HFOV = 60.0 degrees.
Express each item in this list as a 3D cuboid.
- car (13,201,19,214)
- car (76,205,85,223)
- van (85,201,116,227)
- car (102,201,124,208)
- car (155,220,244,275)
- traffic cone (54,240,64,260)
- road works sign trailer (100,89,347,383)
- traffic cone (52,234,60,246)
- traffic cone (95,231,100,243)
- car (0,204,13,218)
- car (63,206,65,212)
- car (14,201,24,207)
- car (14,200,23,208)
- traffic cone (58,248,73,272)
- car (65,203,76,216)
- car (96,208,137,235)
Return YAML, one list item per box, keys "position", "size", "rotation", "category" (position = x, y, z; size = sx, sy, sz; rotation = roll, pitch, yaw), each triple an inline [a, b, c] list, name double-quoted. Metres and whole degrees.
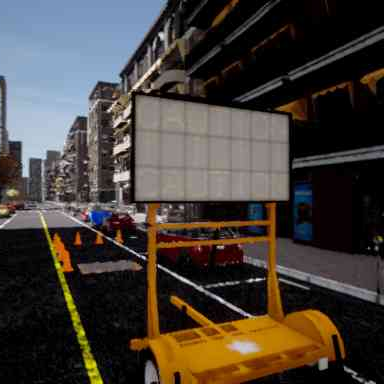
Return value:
- position: [-26.497, 2.361, 47.869]
  size: [1.887, 1.381, 4.507]
  rotation: [1, -1, -25]
  category: "car"
- position: [-9.466, 1.988, 31.442]
  size: [1.967, 1.590, 4.097]
  rotation: [1, -1, -25]
  category: "car"
- position: [-7.103, 1.803, 26.442]
  size: [1.690, 1.788, 3.998]
  rotation: [1, -1, -25]
  category: "van"
- position: [-17.501, 2.655, 73.580]
  size: [4.403, 1.369, 2.008]
  rotation: [0, 0, -26]
  category: "car"
- position: [-0.013, 1.647, 11.435]
  size: [1.967, 1.590, 4.097]
  rotation: [1, -1, -25]
  category: "car"
- position: [-4.739, 2.165, 12.146]
  size: [0.340, 0.580, 0.340]
  rotation: [1, -1, -25]
  category: "traffic cone"
- position: [0.262, 0.550, 4.580]
  size: [2.380, 3.560, 2.880]
  rotation: [1, -1, -25]
  category: "road works sign trailer"
- position: [-5.593, 2.195, 13.954]
  size: [0.340, 0.580, 0.340]
  rotation: [1, -1, -25]
  category: "traffic cone"
- position: [-4.639, 2.245, 16.616]
  size: [0.340, 0.580, 0.340]
  rotation: [1, -1, -25]
  category: "traffic cone"
- position: [-21.697, 2.163, 37.712]
  size: [1.752, 1.417, 4.829]
  rotation: [1, -1, -25]
  category: "car"
- position: [-18.920, 2.447, 51.447]
  size: [2.008, 1.369, 4.403]
  rotation: [1, -1, -25]
  category: "car"
- position: [-42.692, 3.008, 82.141]
  size: [1.947, 1.339, 4.313]
  rotation: [1, -1, -25]
  category: "car"
- position: [-40.332, 2.664, 77.152]
  size: [2.192, 1.841, 5.009]
  rotation: [1, -1, -25]
  category: "car"
- position: [-3.884, 2.134, 10.338]
  size: [0.340, 0.580, 0.340]
  rotation: [1, -1, -25]
  category: "traffic cone"
- position: [-14.193, 2.271, 41.443]
  size: [2.008, 1.369, 4.403]
  rotation: [1, -1, -25]
  category: "car"
- position: [-4.740, 1.958, 21.436]
  size: [1.802, 1.307, 4.206]
  rotation: [1, -1, -25]
  category: "car"
